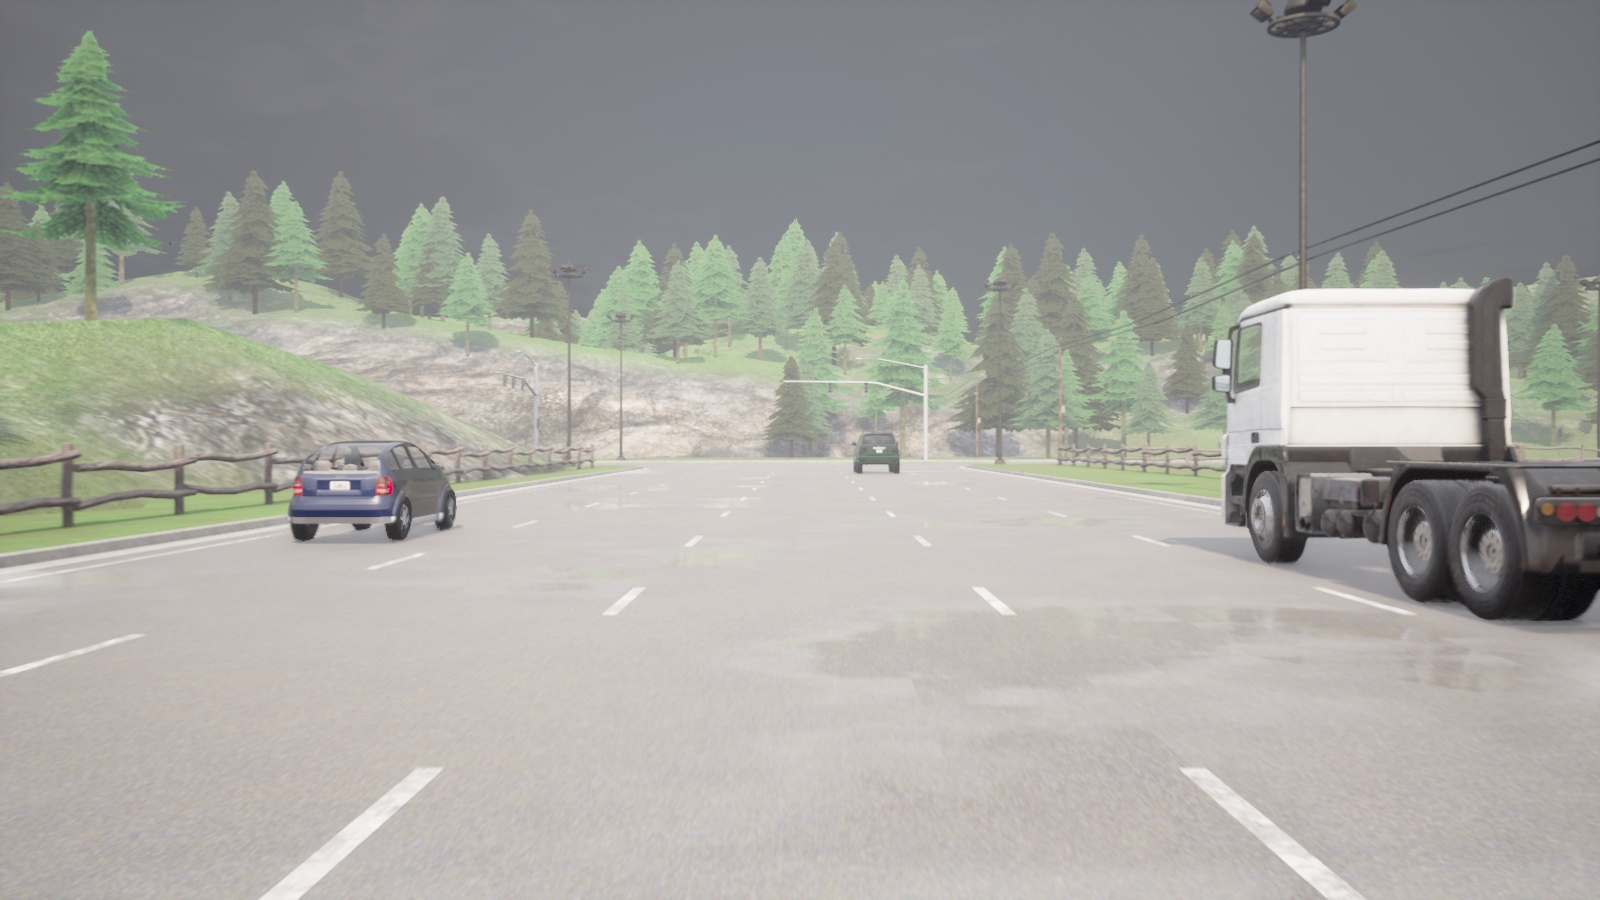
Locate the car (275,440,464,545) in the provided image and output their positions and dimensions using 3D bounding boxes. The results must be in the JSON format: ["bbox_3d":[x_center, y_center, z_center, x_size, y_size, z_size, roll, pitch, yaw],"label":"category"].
[{"bbox_3d":[-6.868,0.617,20.438,1.789,1.549,3.705,0,0,0],"label":"car"}]

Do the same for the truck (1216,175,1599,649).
[{"bbox_3d":[7.091,-0.296,13.132,2.891,3.462,7.936,0,0,0],"label":"truck"}]

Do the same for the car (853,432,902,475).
[{"bbox_3d":[3.877,0.149,63.558,2.150,2.045,5.566,0,0,0],"label":"car"}]
